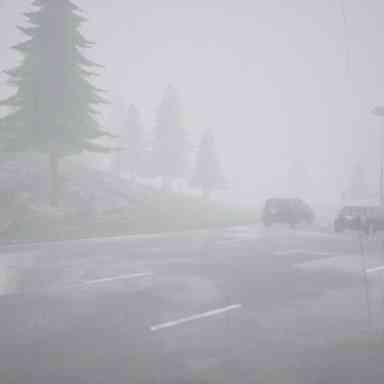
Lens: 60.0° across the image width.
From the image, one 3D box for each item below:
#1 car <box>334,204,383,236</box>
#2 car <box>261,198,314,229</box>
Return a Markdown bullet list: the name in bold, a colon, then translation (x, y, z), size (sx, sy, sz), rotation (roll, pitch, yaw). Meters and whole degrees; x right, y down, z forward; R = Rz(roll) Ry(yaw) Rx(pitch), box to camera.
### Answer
- **car**: translation (10.738, 1.580, 20.360), size (4.553, 1.767, 2.097), rotation (1, -1, -36)
- **car**: translation (7.030, 1.458, 24.093), size (2.150, 2.045, 5.566), rotation (0, 0, 38)
